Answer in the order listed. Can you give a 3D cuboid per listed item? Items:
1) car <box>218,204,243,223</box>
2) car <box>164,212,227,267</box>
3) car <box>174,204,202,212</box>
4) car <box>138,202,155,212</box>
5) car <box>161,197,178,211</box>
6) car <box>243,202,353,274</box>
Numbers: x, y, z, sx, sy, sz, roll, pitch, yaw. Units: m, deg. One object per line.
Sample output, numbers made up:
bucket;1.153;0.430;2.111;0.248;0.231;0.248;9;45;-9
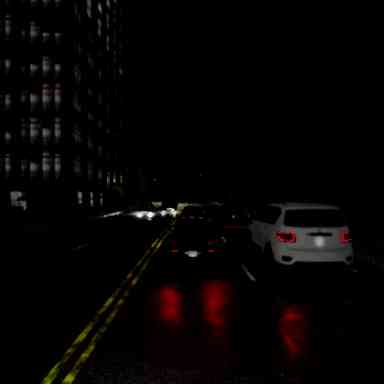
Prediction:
car;3.301;1.779;28.547;1.882;1.535;5.008;0;0;0
car;0.037;1.653;11.859;1.812;1.442;4.674;0;-1;0
car;0.020;1.813;25.194;2.033;1.411;5.357;0;-1;0
car;-6.593;2.108;48.098;1.895;1.301;4.718;0;-1;0
car;-3.336;1.752;50.066;2.150;2.045;5.566;0;-1;0
car;3.279;1.342;11.176;2.150;2.045;5.566;0;0;0
